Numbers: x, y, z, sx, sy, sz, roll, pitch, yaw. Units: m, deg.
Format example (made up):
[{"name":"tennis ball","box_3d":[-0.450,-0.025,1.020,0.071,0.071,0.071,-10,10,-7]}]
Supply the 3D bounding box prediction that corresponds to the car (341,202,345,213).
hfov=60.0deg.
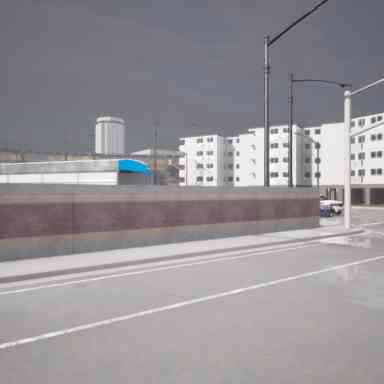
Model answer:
[{"name":"car","box_3d":[12.620,1.221,33.799,2.150,2.045,5.566,0,0,-35]}]

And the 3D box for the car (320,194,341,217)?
[{"name":"car","box_3d":[10.710,1.352,30.364,2.097,1.767,4.553,0,0,-33]}]
